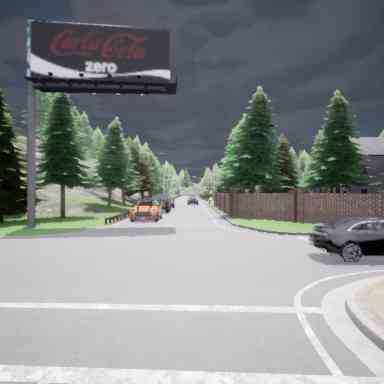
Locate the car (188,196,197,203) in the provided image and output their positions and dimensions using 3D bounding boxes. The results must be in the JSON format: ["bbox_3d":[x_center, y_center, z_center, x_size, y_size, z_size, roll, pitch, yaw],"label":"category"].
[{"bbox_3d":[0.158,1.505,68.774,1.837,1.490,4.892,0,0,0],"label":"car"}]

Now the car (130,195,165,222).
[{"bbox_3d":[-3.580,1.352,26.502,2.097,1.767,4.553,0,0,0],"label":"car"}]

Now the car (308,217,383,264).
[{"bbox_3d":[6.795,1.669,12.084,4.902,1.511,2.128,0,0,1],"label":"car"}]

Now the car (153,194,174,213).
[{"bbox_3d":[-3.570,1.222,37.150,2.150,2.045,5.566,0,0,0],"label":"car"}]

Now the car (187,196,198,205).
[{"bbox_3d":[0.144,1.601,58.715,1.895,1.301,4.718,0,0,0],"label":"car"}]
